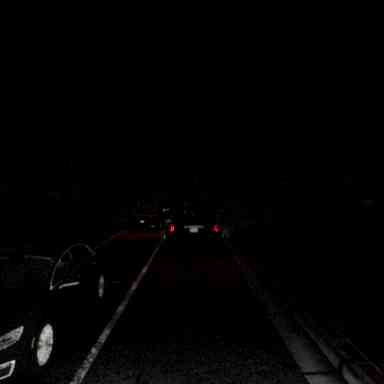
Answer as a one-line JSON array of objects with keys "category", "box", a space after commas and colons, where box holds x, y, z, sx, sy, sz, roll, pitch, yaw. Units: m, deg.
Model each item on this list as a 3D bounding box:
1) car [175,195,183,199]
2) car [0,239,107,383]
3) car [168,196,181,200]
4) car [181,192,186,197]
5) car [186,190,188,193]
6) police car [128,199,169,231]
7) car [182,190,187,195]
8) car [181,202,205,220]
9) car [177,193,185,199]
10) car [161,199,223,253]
[{"category": "car", "box": [-2.639, 1.509, 44.247, 1.947, 1.339, 4.313, 0, 0, 0]}, {"category": "car", "box": [-2.645, 1.558, 5.495, 2.008, 1.369, 4.403, -1, 0, 0]}, {"category": "car", "box": [-2.642, 1.540, 38.706, 1.947, 1.339, 4.313, 0, 0, 0]}, {"category": "car", "box": [-2.633, 1.239, 66.397, 1.947, 1.339, 4.313, 0, 1, 0]}, {"category": "car", "box": [-2.629, 0.853, 88.541, 2.008, 1.369, 4.403, 1, 1, 0]}, {"category": "police car", "box": [-2.749, 1.428, 20.984, 1.930, 1.638, 5.238, 0, 0, 0]}, {"category": "car", "box": [-2.632, 1.032, 71.929, 1.967, 1.590, 4.097, 0, 1, 0]}, {"category": "car", "box": [0.082, 1.594, 29.019, 1.895, 1.301, 4.718, 0, 0, 0]}, {"category": "car", "box": [-2.634, 1.336, 60.866, 1.802, 1.307, 4.206, 0, 1, 0]}, {"category": "car", "box": [0.081, 1.360, 13.837, 2.097, 1.767, 4.553, 0, 0, 0]}]
